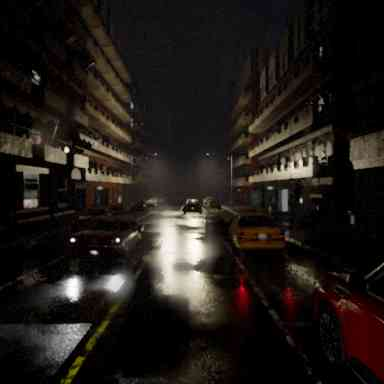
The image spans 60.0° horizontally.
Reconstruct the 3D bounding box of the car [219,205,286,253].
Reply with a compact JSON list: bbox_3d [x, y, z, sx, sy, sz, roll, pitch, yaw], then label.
[{"bbox_3d":[2.361,1.475,13.687,1.801,1.575,5.366,0,0,0],"label":"car"}]

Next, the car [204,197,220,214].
[{"bbox_3d":[2.714,1.584,42.045,1.752,1.417,4.829,-1,0,0],"label":"car"}]

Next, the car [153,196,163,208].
[{"bbox_3d":[-5.661,1.617,47.513,2.008,1.369,4.403,-1,0,0],"label":"car"}]

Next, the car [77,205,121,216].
[{"bbox_3d":[-5.685,1.609,19.503,1.802,1.307,4.206,-1,0,0],"label":"car"}]

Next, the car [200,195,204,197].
[{"bbox_3d":[2.722,1.515,53.080,1.967,1.590,4.097,-1,0,0],"label":"car"}]

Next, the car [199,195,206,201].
[{"bbox_3d":[2.752,1.651,86.862,1.752,1.417,4.829,-1,0,0],"label":"car"}]

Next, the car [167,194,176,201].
[{"bbox_3d":[-5.627,1.450,92.330,2.192,1.841,5.009,-1,0,0],"label":"car"}]

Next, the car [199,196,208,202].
[{"bbox_3d":[2.747,1.668,81.090,2.008,1.369,4.403,-1,0,0],"label":"car"}]

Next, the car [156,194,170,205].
[{"bbox_3d":[-5.655,1.398,58.718,2.192,1.841,5.009,-1,0,0],"label":"car"}]

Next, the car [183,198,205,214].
[{"bbox_3d":[0.077,1.614,35.497,1.994,1.385,4.181,0,0,0],"label":"car"}]

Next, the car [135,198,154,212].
[{"bbox_3d":[-5.671,1.602,36.309,2.008,1.369,4.403,-1,0,0],"label":"car"}]

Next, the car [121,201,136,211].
[{"bbox_3d":[-5.680,1.617,25.105,1.802,1.307,4.206,-1,0,0],"label":"car"}]

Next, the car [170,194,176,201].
[{"bbox_3d":[-5.629,1.676,86.727,2.008,1.369,4.403,-1,0,0],"label":"car"}]

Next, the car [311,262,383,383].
[{"bbox_3d":[2.678,1.319,2.662,2.192,1.841,5.009,-1,0,0],"label":"car"}]

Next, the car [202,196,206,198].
[{"bbox_3d":[2.719,1.632,47.477,1.947,1.339,4.313,-1,0,0],"label":"car"}]

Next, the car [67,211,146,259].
[{"bbox_3d":[-3.091,1.619,12.771,1.895,1.301,4.718,0,0,0],"label":"car"}]

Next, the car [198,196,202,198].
[{"bbox_3d":[0.055,1.667,47.077,1.895,1.301,4.718,0,0,0],"label":"car"}]
